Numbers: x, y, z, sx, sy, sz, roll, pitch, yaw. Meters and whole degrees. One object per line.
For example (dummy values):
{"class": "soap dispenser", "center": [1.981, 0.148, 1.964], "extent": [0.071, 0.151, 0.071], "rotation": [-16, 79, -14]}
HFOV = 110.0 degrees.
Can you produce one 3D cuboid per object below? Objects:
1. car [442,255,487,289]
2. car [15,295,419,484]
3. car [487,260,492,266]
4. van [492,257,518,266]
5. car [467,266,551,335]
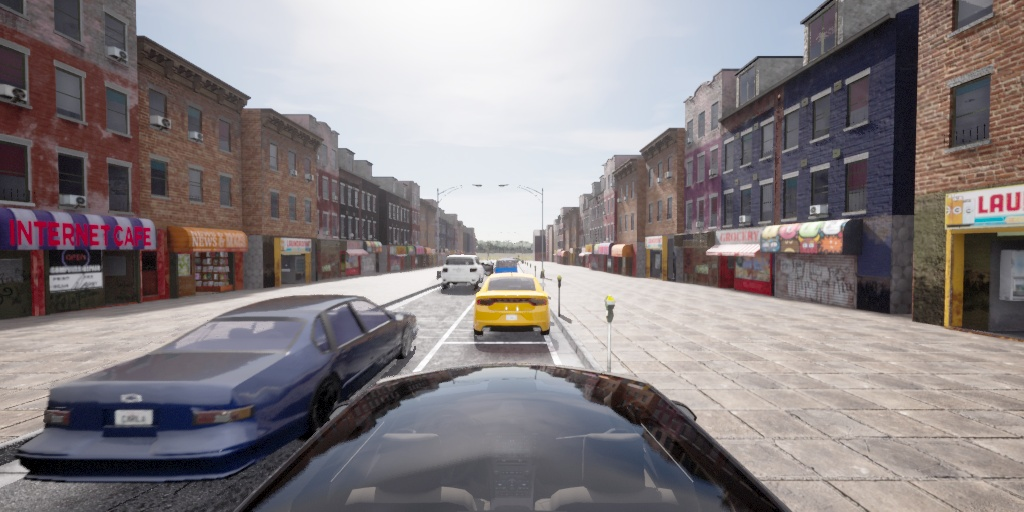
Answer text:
{"class": "car", "center": [-3.027, 0.964, 22.905], "extent": [2.150, 2.045, 5.566], "rotation": [0, 0, 0]}
{"class": "car", "center": [-2.922, 1.296, 5.279], "extent": [2.033, 1.411, 5.357], "rotation": [0, 0, 0]}
{"class": "car", "center": [-2.921, 1.228, 40.032], "extent": [2.128, 1.511, 4.902], "rotation": [0, 0, 0]}
{"class": "van", "center": [-0.382, 1.081, 27.392], "extent": [1.690, 1.789, 3.998], "rotation": [0, 0, 0]}
{"class": "car", "center": [-0.005, 1.224, 10.502], "extent": [1.882, 1.535, 5.008], "rotation": [0, 0, 0]}
